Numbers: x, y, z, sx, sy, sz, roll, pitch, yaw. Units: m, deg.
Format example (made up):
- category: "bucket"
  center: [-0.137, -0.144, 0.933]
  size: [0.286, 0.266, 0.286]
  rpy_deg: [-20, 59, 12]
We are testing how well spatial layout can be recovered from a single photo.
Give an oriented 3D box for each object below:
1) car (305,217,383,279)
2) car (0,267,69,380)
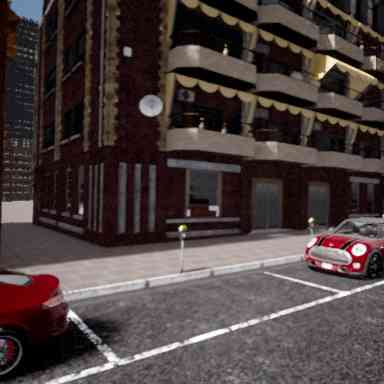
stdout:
- category: "car"
  center: [5.387, 1.554, 10.399]
  size: [4.097, 1.590, 1.967]
  rpy_deg: [1, 0, -36]
- category: "car"
  center: [-3.678, 1.573, 3.922]
  size: [4.206, 1.307, 1.802]
  rpy_deg: [1, 0, -36]
